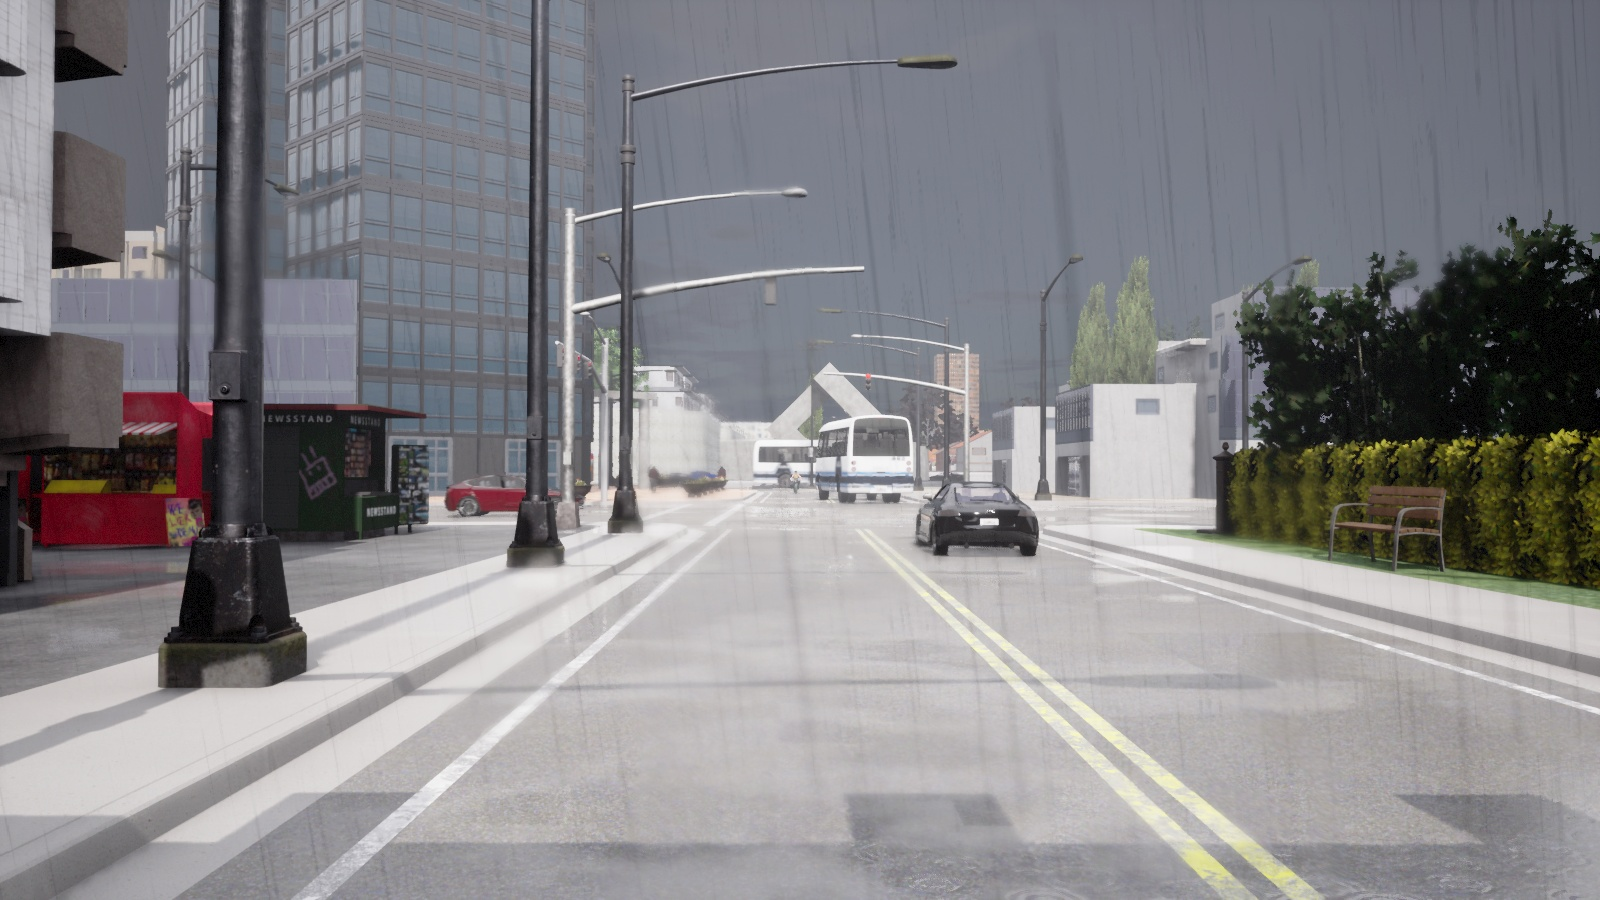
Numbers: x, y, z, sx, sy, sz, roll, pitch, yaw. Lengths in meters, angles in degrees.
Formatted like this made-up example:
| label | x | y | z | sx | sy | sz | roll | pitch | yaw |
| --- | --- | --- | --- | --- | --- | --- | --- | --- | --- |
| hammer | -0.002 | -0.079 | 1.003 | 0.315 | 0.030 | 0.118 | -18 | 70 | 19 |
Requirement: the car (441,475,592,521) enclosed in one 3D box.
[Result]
| label | x | y | z | sx | sy | sz | roll | pitch | yaw |
| --- | --- | --- | --- | --- | --- | --- | --- | --- | --- |
| car | -9.858 | 1.665 | 43.902 | 4.792 | 1.488 | 2.163 | -1 | -1 | -1 |

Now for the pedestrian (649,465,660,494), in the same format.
| label | x | y | z | sx | sy | sz | roll | pitch | yaw |
| --- | --- | --- | --- | --- | --- | --- | --- | --- | --- |
| pedestrian | -9.207 | 1.876 | 79.370 | 0.634 | 1.844 | 0.899 | 0 | -1 | -8 |

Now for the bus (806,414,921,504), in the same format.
| label | x | y | z | sx | sy | sz | roll | pitch | yaw |
| --- | --- | --- | --- | --- | --- | --- | --- | --- | --- |
| bus | 3.052 | 0.513 | 64.891 | 3.944 | 4.253 | 10.273 | 0 | -1 | -9 |

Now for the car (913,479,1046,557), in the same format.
| label | x | y | z | sx | sy | sz | roll | pitch | yaw |
| --- | --- | --- | --- | --- | --- | --- | --- | --- | --- |
| car | 3.437 | 1.280 | 24.800 | 1.994 | 1.385 | 4.181 | 0 | -1 | 0 |
